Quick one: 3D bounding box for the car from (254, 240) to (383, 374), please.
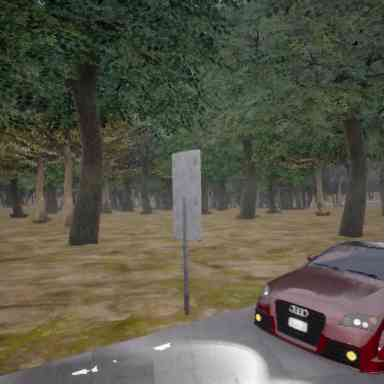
[{"bbox_3d":[3.011,1.561,5.545,4.181,1.385,1.994,0,0,-36],"label":"car"}]
